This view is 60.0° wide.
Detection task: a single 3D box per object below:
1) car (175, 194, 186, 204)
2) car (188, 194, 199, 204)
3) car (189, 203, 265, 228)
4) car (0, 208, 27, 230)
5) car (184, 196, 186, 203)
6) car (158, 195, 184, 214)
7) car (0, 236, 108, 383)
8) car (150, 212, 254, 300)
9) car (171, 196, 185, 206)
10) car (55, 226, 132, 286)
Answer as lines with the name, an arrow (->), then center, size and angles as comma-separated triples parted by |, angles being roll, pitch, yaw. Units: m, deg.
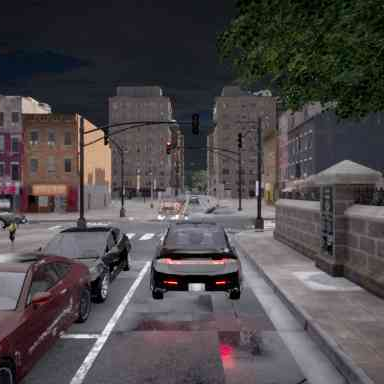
car -> -2.198, 1.333, 65.667 | 2.097, 1.767, 4.553 | 0, 0, 1
car -> 0.343, 1.509, 60.418 | 1.812, 1.442, 4.674 | 0, 0, 0
car -> 2.181, 1.576, 21.155 | 4.718, 1.301, 1.895 | -1, 0, 0
car -> -13.113, 1.630, 21.128 | 4.892, 1.490, 1.837 | -1, 0, 0
car -> -2.253, 1.553, 44.733 | 1.994, 1.385, 4.181 | 0, 0, 0
car -> -2.286, 1.343, 34.782 | 2.097, 1.767, 4.553 | 0, 0, 1
car -> -2.632, 1.582, 4.545 | 1.802, 1.307, 4.206 | 0, 0, 0
car -> 0.093, 1.491, 8.386 | 2.128, 1.511, 4.902 | 0, 0, 0
car -> -2.243, 1.477, 55.126 | 2.128, 1.511, 4.902 | 0, 0, 0
car -> -2.629, 1.565, 8.207 | 1.947, 1.339, 4.313 | 0, 0, 0
